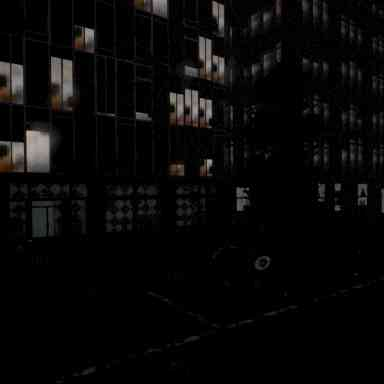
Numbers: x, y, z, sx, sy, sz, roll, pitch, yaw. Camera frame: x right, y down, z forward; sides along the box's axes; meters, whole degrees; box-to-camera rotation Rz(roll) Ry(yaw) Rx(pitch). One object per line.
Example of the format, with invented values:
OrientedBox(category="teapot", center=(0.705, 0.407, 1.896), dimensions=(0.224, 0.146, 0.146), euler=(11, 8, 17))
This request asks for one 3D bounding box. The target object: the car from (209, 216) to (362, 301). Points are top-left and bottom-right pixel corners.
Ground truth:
OrientedBox(category="car", center=(2.355, 1.439, 8.234), dimensions=(4.097, 1.590, 1.967), euler=(0, -1, -35))
